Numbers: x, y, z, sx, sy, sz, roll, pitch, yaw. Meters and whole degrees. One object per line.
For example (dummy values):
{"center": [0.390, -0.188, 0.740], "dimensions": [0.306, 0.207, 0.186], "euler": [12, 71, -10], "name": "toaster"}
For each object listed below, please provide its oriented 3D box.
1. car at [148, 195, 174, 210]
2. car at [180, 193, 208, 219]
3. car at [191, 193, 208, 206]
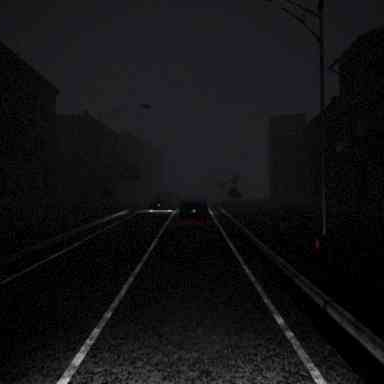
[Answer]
{"center": [-2.848, 0.953, 31.271], "dimensions": [1.994, 1.385, 4.181], "euler": [0, 1, 2], "name": "car"}
{"center": [0.141, 0.988, 23.453], "dimensions": [1.882, 1.535, 5.008], "euler": [0, 1, 0], "name": "car"}
{"center": [0.937, 0.870, 40.986], "dimensions": [1.812, 1.442, 4.674], "euler": [0, 0, 5], "name": "car"}
